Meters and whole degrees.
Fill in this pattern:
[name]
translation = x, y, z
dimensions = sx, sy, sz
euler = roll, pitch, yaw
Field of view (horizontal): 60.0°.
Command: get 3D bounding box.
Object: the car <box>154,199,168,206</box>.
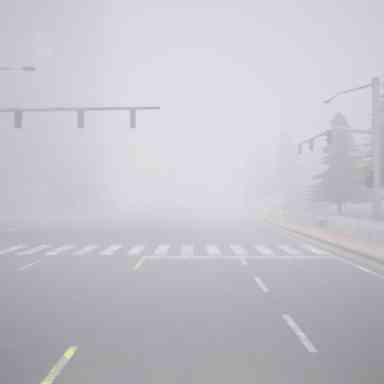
[car]
translation = -7.100, 2.308, 76.630
dimensions = 1.882, 1.535, 5.008
euler = 0, -1, -29
